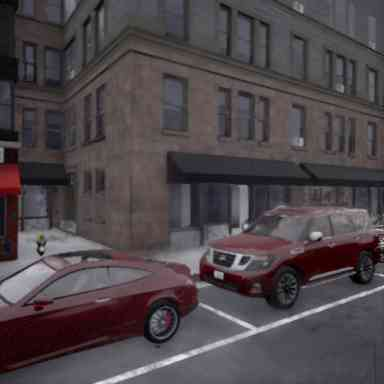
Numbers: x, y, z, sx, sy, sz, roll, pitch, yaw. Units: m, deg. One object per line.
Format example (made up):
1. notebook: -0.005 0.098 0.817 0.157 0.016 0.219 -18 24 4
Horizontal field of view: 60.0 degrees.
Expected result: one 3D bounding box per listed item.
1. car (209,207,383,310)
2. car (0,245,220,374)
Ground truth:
1. car: 2.581 1.320 8.028 5.009 1.841 2.192 0 0 -35
2. car: -1.824 1.583 4.887 4.206 1.307 1.802 0 0 -35
